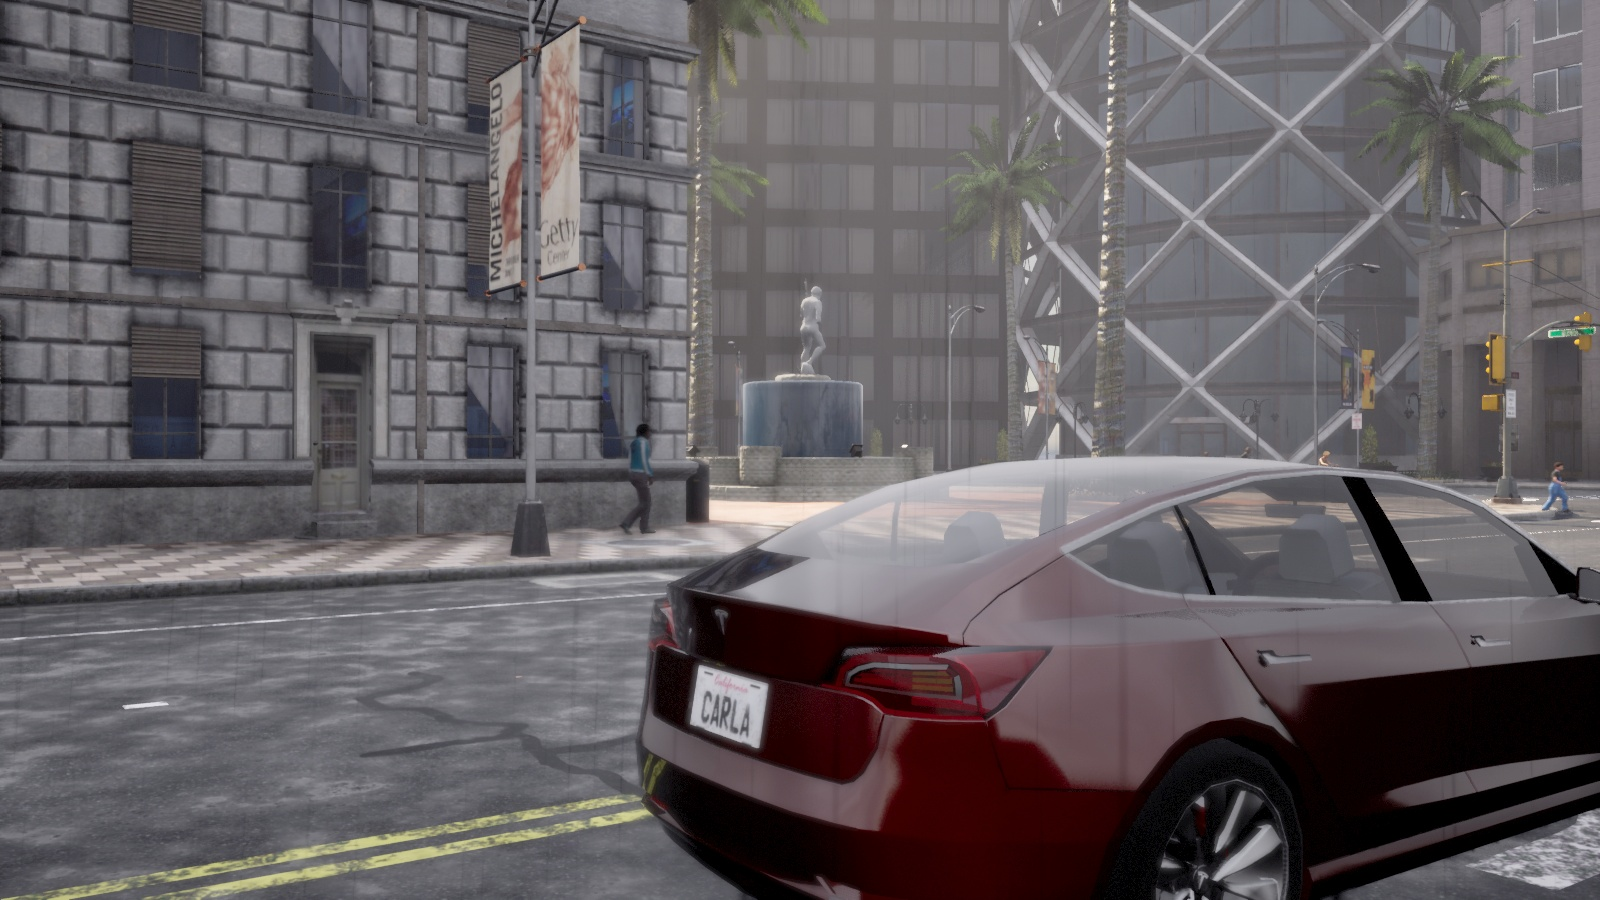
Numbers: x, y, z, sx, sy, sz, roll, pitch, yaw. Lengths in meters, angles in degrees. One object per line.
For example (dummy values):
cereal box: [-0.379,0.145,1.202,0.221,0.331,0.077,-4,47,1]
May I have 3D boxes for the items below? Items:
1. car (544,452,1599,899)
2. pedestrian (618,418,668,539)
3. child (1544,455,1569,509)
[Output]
car: [1.700,0.753,4.825,4.792,1.488,2.163,0,0,-35]
pedestrian: [-2.543,0.457,20.332,0.692,1.930,0.396,0,0,-30]
child: [17.933,0.759,29.757,0.270,1.263,0.437,0,0,-35]
